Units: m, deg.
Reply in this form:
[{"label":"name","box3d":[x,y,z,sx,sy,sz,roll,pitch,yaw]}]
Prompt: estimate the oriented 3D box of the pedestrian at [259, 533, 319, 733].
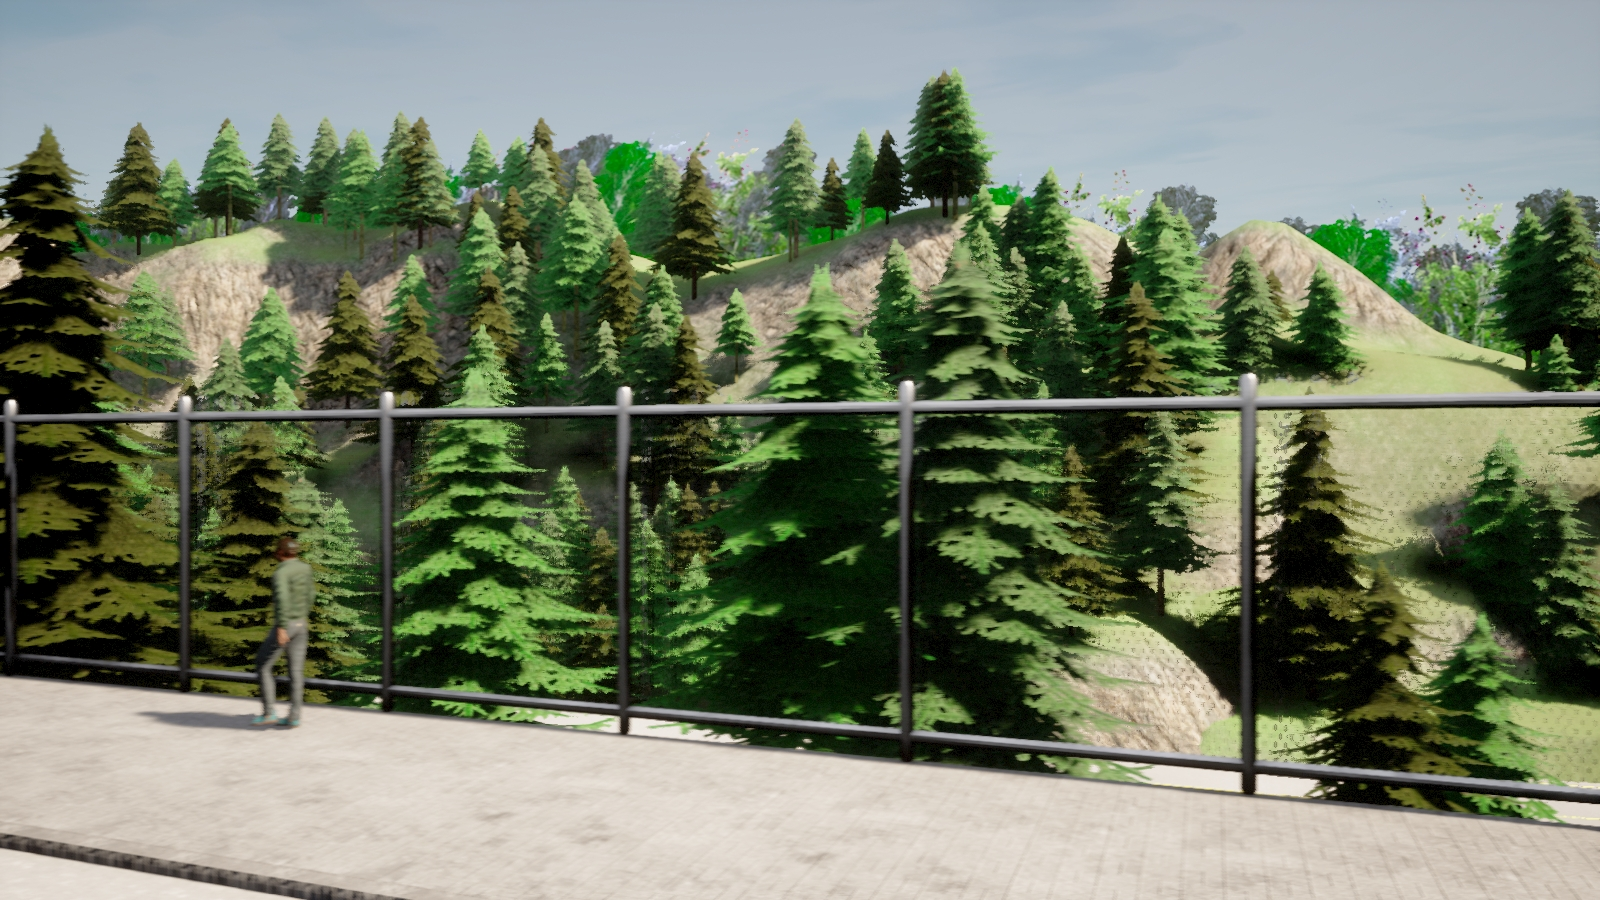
[{"label":"pedestrian","box3d":[-4.936,1.745,11.048,0.375,1.860,0.375,0,0,18]}]
